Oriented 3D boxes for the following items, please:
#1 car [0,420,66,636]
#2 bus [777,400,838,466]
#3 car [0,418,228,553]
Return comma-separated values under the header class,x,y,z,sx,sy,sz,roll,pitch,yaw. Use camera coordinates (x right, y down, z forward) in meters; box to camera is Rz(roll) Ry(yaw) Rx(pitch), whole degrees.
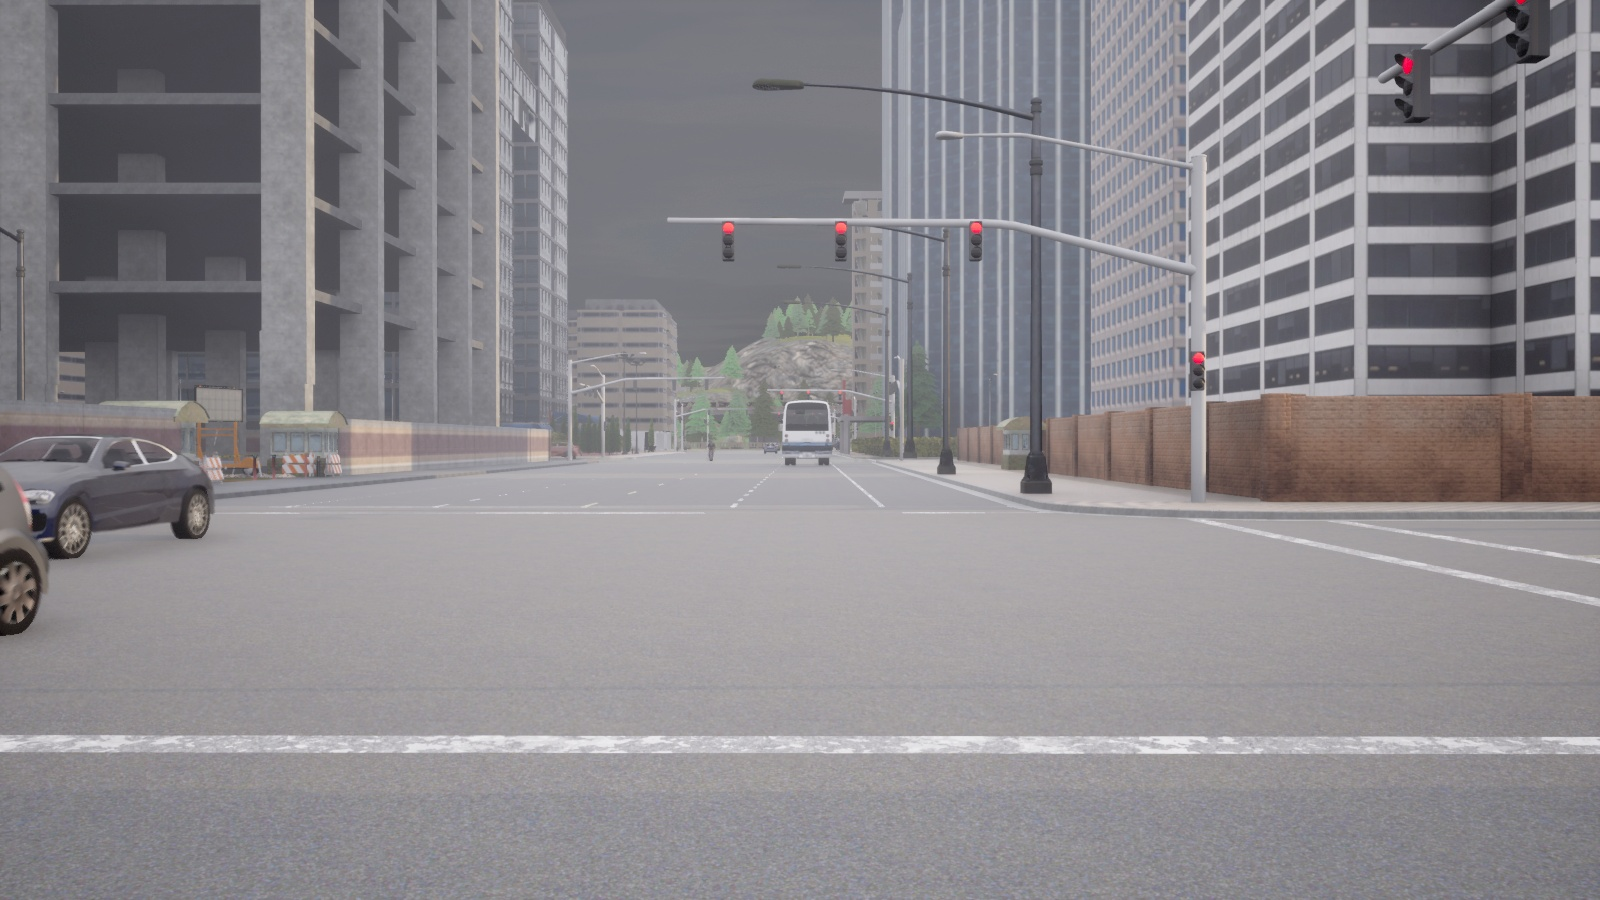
class,x,y,z,sx,sy,sz,roll,pitch,yaw
car,-6.939,0.592,8.271,1.851,1.617,3.988,0,0,0
bus,0.487,-1.117,86.421,3.944,4.253,10.273,0,0,0
car,-10.387,0.416,17.901,2.152,1.651,5.027,0,0,0
